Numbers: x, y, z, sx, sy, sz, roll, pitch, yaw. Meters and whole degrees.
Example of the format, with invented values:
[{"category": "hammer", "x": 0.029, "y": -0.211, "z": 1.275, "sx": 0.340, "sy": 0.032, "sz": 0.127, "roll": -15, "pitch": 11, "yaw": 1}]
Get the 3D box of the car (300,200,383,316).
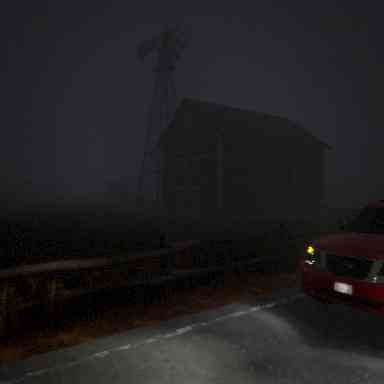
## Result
[{"category": "car", "x": 4.656, "y": 1.187, "z": 6.922, "sx": 5.566, "sy": 2.045, "sz": 2.150, "roll": 0, "pitch": 0, "yaw": -36}]
